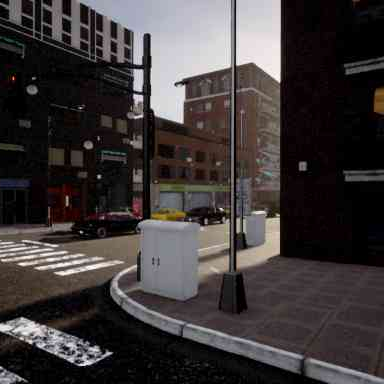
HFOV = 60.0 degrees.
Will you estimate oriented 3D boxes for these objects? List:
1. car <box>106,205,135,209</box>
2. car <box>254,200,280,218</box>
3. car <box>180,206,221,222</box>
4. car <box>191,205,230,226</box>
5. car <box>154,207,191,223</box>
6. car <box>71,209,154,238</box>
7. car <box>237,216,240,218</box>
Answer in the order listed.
[{"bbox_3d":[-5.449,1.758,23.162,1.967,1.590,4.097,-1,-2,35],"label":"car"},{"bbox_3d":[9.459,1.967,39.946,2.150,2.045,5.566,0,-1,35],"label":"car"},{"bbox_3d":[0.871,2.092,32.218,1.947,1.339,4.313,-1,-2,35],"label":"car"},{"bbox_3d":[1.227,1.981,28.176,1.837,1.490,4.892,0,-1,35],"label":"car"},{"bbox_3d":[-2.386,1.944,27.550,1.752,1.417,4.829,-1,-2,35],"label":"car"},{"bbox_3d":[-4.699,1.881,19.684,1.895,1.301,4.718,0,-1,35],"label":"car"},{"bbox_3d":[3.935,2.153,36.609,1.752,1.417,4.829,-1,-2,35],"label":"car"}]
